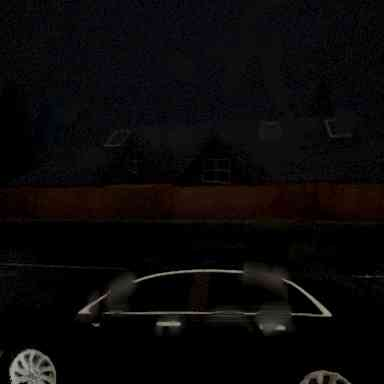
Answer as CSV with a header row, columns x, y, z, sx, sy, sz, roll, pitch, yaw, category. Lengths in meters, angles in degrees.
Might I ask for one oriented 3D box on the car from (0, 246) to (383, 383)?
x,y,z,sx,sy,sz,roll,pitch,yaw,category
-0.039,1.478,4.069,4.892,1.490,1.837,-1,0,9,car
